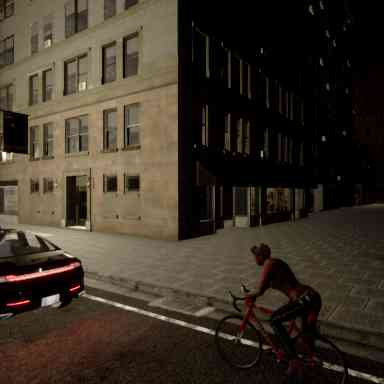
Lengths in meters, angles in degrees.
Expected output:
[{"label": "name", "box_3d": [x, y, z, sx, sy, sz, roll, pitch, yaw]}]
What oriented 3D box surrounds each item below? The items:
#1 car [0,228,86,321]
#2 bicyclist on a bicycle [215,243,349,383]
[{"label": "car", "box_3d": [-4.191, 1.493, 6.676, 4.902, 1.511, 2.128, 0, 0, 36]}, {"label": "bicyclist on a bicycle", "box_3d": [0.973, 1.453, 3.969, 1.656, 1.620, 0.582, 0, 0, 36]}]
